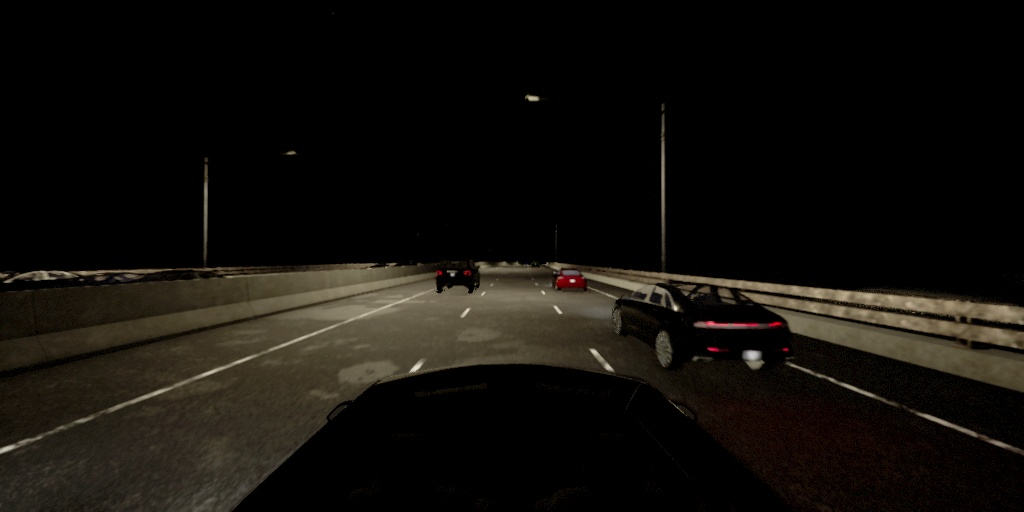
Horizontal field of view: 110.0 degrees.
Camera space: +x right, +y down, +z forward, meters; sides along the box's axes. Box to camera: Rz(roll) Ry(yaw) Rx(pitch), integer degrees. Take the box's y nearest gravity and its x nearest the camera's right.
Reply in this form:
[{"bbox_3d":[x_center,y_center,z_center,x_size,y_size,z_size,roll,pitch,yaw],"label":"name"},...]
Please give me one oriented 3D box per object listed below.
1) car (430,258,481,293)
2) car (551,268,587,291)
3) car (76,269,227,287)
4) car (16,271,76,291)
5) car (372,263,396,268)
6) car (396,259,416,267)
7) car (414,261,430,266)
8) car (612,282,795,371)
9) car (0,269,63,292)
[{"bbox_3d":[-3.267,1.153,22.563,2.150,2.045,5.566,0,-1,1],"label":"car"},{"bbox_3d":[3.755,1.520,24.094,1.994,1.385,4.181,0,-1,1],"label":"car"},{"bbox_3d":[-14.041,1.323,14.900,1.882,1.535,5.008,0,0,0],"label":"car"},{"bbox_3d":[-17.535,1.410,15.557,1.994,1.385,4.181,0,-1,1],"label":"car"},{"bbox_3d":[-20.195,1.813,55.534,1.994,1.385,4.181,0,-1,2],"label":"car"},{"bbox_3d":[-16.649,1.490,56.838,2.150,2.045,5.566,0,-1,2],"label":"car"},{"bbox_3d":[-13.197,1.822,55.480,1.994,1.385,4.181,0,-1,2],"label":"car"},{"bbox_3d":[3.614,1.300,7.811,2.128,1.511,4.902,0,0,0],"label":"car"},{"bbox_3d":[-21.036,1.330,15.347,2.128,1.511,4.902,0,-1,1],"label":"car"}]
